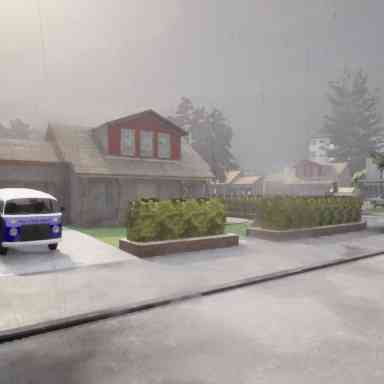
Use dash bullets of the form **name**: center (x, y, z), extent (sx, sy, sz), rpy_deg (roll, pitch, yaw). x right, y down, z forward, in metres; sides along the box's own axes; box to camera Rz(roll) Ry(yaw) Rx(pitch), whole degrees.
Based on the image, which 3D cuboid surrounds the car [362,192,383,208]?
- **car**: center (22.993, 0.985, 40.726), extent (3.866, 1.878, 1.905), rpy_deg (0, 0, -1)
